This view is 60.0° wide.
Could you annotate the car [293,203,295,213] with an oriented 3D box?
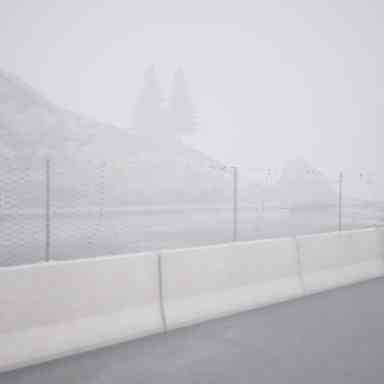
[{"bbox_3d":[11.339,1.336,31.318,4.718,1.301,1.895,0,1,-27],"label":"car"}]
